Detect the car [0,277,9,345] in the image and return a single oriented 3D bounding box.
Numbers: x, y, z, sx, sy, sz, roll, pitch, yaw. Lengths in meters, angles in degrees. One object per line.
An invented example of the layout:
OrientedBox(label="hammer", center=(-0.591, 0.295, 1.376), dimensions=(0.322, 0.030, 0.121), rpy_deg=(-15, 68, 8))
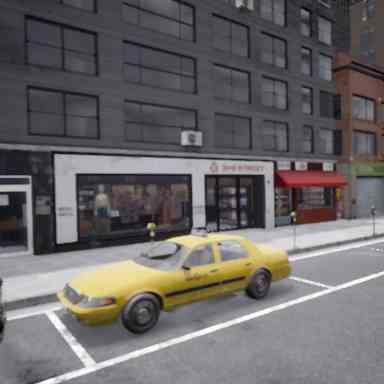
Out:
OrientedBox(label="car", center=(-4.389, 1.593, 3.525), dimensions=(4.313, 1.339, 1.947), rpy_deg=(-1, 0, -36))

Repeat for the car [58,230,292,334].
OrientedBox(label="car", center=(-0.053, 1.473, 6.633), dimensions=(4.829, 1.417, 1.752), rpy_deg=(-1, 0, -36))
